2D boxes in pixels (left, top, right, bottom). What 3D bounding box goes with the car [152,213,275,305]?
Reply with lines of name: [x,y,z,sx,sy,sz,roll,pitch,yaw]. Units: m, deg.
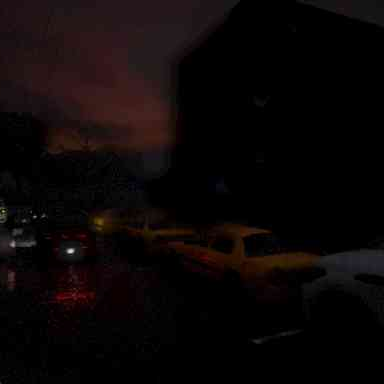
car: [0.967,1.510,8.357,1.946,1.575,5.366,0,0,-28]

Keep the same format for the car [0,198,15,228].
car: [-14.142,1.432,23.836,2.150,2.045,5.566,0,0,-23]

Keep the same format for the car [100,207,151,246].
car: [-4.217,1.597,18.113,1.946,1.575,5.366,0,0,-28]

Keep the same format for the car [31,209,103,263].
car: [-4.950,1.603,12.669,1.837,1.490,4.892,0,0,-27]

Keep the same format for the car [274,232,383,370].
car: [3.692,1.218,3.230,2.435,2.045,5.566,0,0,-28]

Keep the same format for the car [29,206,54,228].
car: [-11.153,1.754,25.114,2.033,1.411,5.357,0,0,-24]
